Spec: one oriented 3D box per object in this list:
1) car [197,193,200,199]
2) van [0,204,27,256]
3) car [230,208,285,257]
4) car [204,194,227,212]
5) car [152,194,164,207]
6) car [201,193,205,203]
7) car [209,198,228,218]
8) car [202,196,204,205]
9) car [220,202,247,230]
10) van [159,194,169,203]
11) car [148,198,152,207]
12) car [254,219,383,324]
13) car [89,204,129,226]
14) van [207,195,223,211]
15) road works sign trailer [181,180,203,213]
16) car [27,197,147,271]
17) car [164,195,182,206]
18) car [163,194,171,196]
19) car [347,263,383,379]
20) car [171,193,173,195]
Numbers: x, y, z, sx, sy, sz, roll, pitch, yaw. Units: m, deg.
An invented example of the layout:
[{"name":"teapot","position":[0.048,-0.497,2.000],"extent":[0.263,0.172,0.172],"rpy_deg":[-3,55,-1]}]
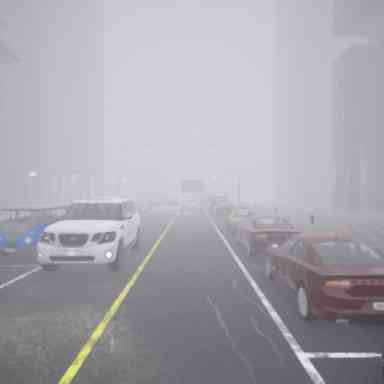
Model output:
[{"name":"car","position":[2.755,1.261,67.902],"extent":[2.192,1.841,5.009],"rpy_deg":[0,0,0]},{"name":"van","position":[-5.779,1.330,12.664],"extent":[1.690,1.788,3.998],"rpy_deg":[0,0,0]},{"name":"car","position":[2.772,1.533,12.648],"extent":[1.887,1.381,4.507],"rpy_deg":[0,0,0]},{"name":"car","position":[2.765,1.286,34.750],"extent":[2.192,1.841,5.009],"rpy_deg":[0,0,0]},{"name":"car","position":[-5.775,1.484,51.169],"extent":[1.752,1.417,4.829],"rpy_deg":[0,0,0]},{"name":"car","position":[2.759,1.394,56.852],"extent":[1.967,1.590,4.097],"rpy_deg":[0,0,0]},{"name":"car","position":[2.767,1.520,29.225],"extent":[1.887,1.381,4.507],"rpy_deg":[0,0,0]},{"name":"car","position":[2.762,1.513,45.801],"extent":[2.008,1.369,4.403],"rpy_deg":[0,0,0]},{"name":"car","position":[2.771,1.509,18.343],"extent":[1.752,1.417,4.829],"rpy_deg":[0,0,0]},{"name":"van","position":[-5.775,1.287,67.914],"extent":[1.690,1.788,3.998],"rpy_deg":[0,0,0]},{"name":"car","position":[-5.777,1.522,34.765],"extent":[2.008,1.369,4.403],"rpy_deg":[0,0,0]},{"name":"car","position":[2.774,1.538,7.123],"extent":[1.887,1.381,4.507],"rpy_deg":[0,0,0]},{"name":"car","position":[-5.777,1.562,23.715],"extent":[1.802,1.307,4.206],"rpy_deg":[0,0,0]},{"name":"van","position":[2.763,1.308,40.275],"extent":[1.690,1.788,3.998],"rpy_deg":[0,0,0]},{"name":"road works sign trailer","position":[-0.004,0.435,35.216],"extent":[2.380,3.560,2.880],"rpy_deg":[0,0,0]},{"name":"car","position":[-3.093,1.211,11.278],"extent":[2.150,2.045,5.566],"rpy_deg":[0,0,0]},{"name":"car","position":[-3.059,1.558,53.008],"extent":[1.895,1.301,4.718],"rpy_deg":[0,0,1]},{"name":"car","position":[-5.775,1.265,62.389],"extent":[2.192,1.841,5.009],"rpy_deg":[0,0,0]},{"name":"car","position":[2.776,1.543,1.597],"extent":[1.887,1.381,4.507],"rpy_deg":[0,0,0]},{"name":"car","position":[-5.774,1.468,73.268],"extent":[1.752,1.417,4.829],"rpy_deg":[0,0,0]}]
